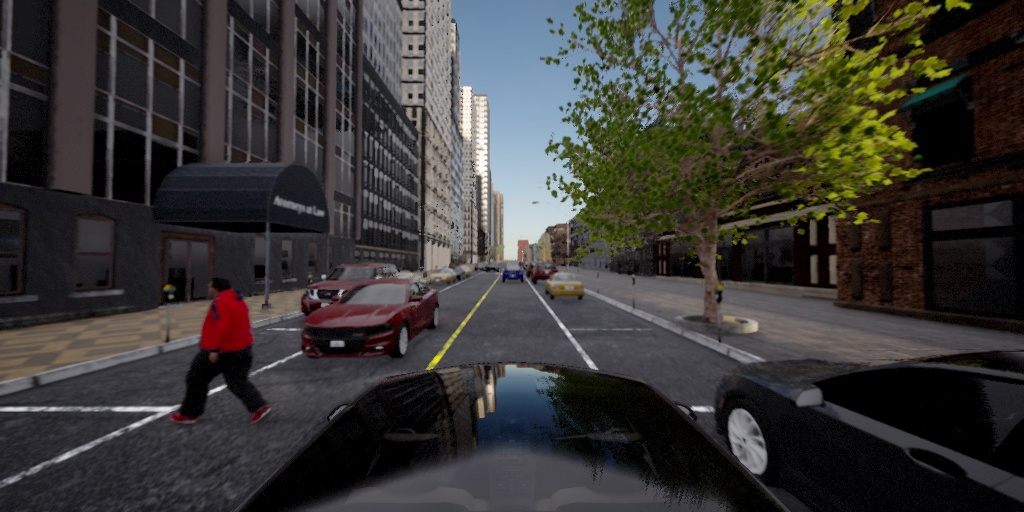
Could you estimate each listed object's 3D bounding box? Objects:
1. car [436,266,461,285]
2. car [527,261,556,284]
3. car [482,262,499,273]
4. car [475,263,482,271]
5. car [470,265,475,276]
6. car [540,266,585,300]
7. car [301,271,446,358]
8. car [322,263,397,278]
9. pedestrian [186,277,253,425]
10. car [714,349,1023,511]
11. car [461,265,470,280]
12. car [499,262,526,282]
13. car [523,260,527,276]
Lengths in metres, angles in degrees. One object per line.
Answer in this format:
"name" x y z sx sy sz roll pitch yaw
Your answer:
"car" -5.694 1.587 29.916 1.751 1.417 4.829 0 0 0
"car" 2.687 1.376 30.090 2.192 1.841 5.009 0 0 0
"car" -3.053 1.682 56.102 2.097 1.767 4.553 0 -1 1
"car" -5.699 1.969 63.361 1.948 1.339 4.313 0 0 0
"car" -5.695 1.704 41.009 1.751 1.417 4.829 0 0 0
"car" 2.690 1.467 19.168 1.751 1.417 4.829 0 0 0
"car" -3.102 1.308 8.871 1.882 1.535 5.008 0 0 0
"car" -5.691 1.196 13.450 2.192 1.841 5.009 0 0 0
"pedestrian" -3.458 1.073 4.268 0.375 1.860 0.375 1 -2 -4
"car" 3.001 1.256 1.760 1.837 1.490 4.892 0 -1 0
"car" -5.694 1.686 35.634 1.948 1.339 4.313 0 0 0
"car" 0.092 1.572 33.233 1.882 1.535 5.008 0 -1 0
"car" 2.686 1.493 41.183 2.192 1.841 5.009 0 0 0
